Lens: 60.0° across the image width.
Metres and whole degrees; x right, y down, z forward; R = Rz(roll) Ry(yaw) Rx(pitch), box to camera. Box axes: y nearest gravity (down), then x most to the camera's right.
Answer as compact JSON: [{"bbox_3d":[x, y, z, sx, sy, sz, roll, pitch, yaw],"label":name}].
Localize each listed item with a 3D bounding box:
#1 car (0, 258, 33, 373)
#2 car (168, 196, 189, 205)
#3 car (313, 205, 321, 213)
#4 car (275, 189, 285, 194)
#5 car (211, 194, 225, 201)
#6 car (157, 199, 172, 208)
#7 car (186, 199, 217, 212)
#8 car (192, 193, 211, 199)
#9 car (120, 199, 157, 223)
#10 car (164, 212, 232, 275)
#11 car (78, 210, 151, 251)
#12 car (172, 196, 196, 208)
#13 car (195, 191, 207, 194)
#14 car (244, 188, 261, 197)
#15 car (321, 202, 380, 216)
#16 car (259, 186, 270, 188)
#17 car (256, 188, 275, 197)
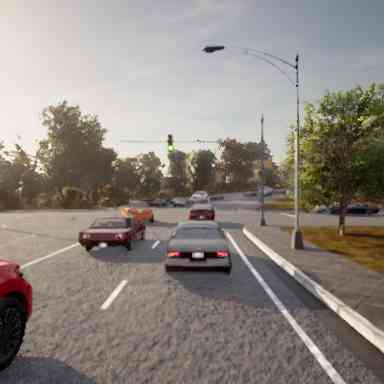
[{"bbox_3d":[-3.405,1.231,2.504,2.150,2.045,5.566,0,0,0],"label":"car"},{"bbox_3d":[-2.372,1.616,62.138,2.033,1.411,5.357,0,1,20],"label":"car"},{"bbox_3d":[15.945,1.748,36.992,4.718,1.301,1.895,-1,0,3],"label":"car"},{"bbox_3d":[23.387,-0.215,87.947,1.895,1.301,4.718,0,3,38],"label":"car"},{"bbox_3d":[5.481,1.190,71.904,1.895,1.301,4.718,0,3,25],"label":"car"},{"bbox_3d":[-5.303,1.837,52.957,1.895,1.301,4.718,0,0,16],"label":"car"},{"bbox_3d":[0.873,1.614,25.837,1.882,1.535,5.008,0,0,4],"label":"car"},{"bbox_3d":[1.559,1.534,62.662,1.812,1.442,4.674,0,2,21],"label":"car"},{"bbox_3d":[-4.585,1.494,26.953,2.097,1.767,4.553,0,0,-19],"label":"car"},{"bbox_3d":[0.191,1.599,10.596,2.033,1.411,5.357,0,0,1],"label":"car"},{"bbox_3d":[-3.226,1.674,14.503,1.895,1.301,4.718,0,0,1],"label":"car"},{"bbox_3d":[-1.473,1.761,53.732,2.033,1.411,5.357,0,1,15],"label":"car"},{"bbox_3d":[1.661,0.901,71.965,2.150,2.045,5.566,0,2,23],"label":"car"},{"bbox_3d":[14.101,0.451,80.452,2.128,1.511,4.902,0,3,33],"label":"car"},{"bbox_3d":[16.024,1.724,33.482,4.718,1.301,1.895,-1,0,3],"label":"car"},{"bbox_3d":[19.771,-0.553,88.947,2.150,2.045,5.566,0,3,38],"label":"car"},{"bbox_3d":[17.644,0.452,79.536,1.895,1.301,4.718,0,3,33],"label":"car"}]
